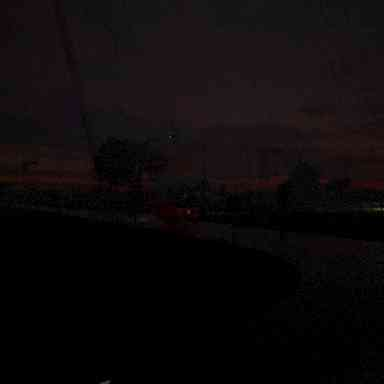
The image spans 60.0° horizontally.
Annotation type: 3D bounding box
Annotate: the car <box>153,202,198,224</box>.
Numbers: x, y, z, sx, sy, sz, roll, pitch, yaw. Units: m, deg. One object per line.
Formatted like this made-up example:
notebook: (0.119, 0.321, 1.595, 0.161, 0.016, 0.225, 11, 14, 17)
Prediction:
car: (-1.477, 1.639, 28.254, 2.097, 1.767, 4.553, 0, 0, -35)

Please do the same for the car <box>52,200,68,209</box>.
car: (-23.303, 2.237, 58.848, 1.812, 1.442, 4.674, 0, -2, -35)
